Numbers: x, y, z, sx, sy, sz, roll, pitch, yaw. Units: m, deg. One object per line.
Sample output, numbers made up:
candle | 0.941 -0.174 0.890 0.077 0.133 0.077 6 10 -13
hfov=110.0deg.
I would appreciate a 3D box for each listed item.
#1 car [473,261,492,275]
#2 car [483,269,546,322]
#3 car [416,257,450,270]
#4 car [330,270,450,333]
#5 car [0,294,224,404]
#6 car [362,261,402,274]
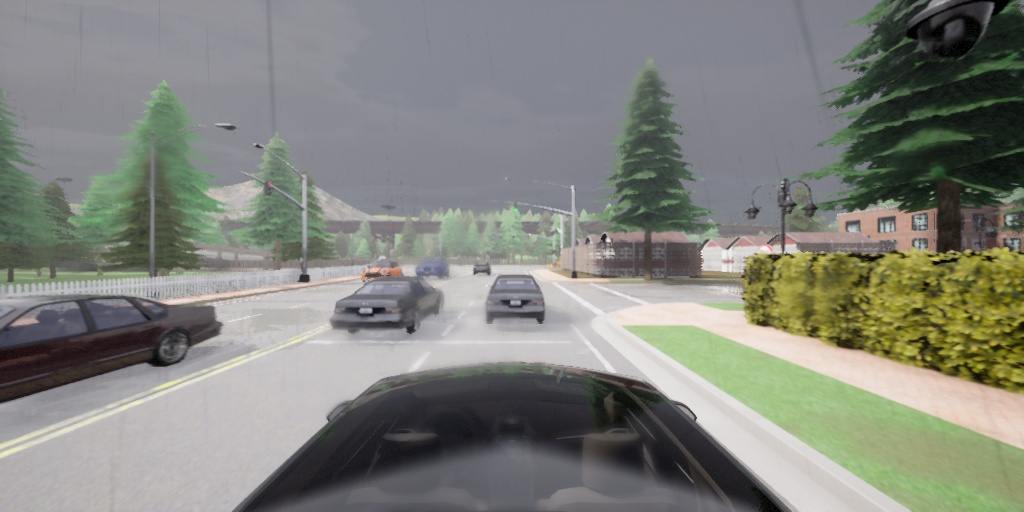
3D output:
car | -3.373 1.357 40.895 2.128 1.511 4.902 0 0 0
car | 0.105 1.329 12.323 2.033 1.411 5.357 0 0 0
car | -7.074 1.063 32.655 2.150 2.045 5.566 0 0 0
car | -3.398 1.325 10.856 2.033 1.411 5.357 0 0 0
car | -7.098 1.308 5.258 2.033 1.411 5.357 0 0 0
car | -10.577 1.184 29.474 2.097 1.767 4.553 0 0 0
